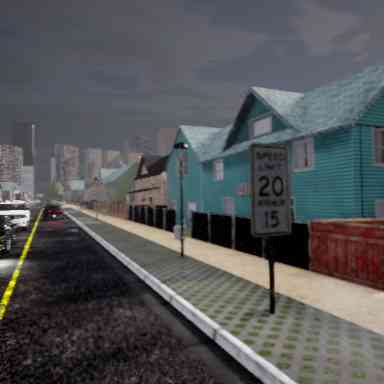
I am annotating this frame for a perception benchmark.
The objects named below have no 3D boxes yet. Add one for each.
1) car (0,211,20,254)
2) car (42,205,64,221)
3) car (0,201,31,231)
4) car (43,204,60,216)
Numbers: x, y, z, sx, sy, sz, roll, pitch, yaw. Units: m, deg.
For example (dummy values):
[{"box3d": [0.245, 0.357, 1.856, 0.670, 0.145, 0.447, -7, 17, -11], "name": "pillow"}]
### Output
[{"box3d": [-8.854, 1.802, 14.541, 1.837, 1.490, 4.892, -1, -1, -24], "name": "car"}, {"box3d": [-14.369, 2.115, 34.527, 1.837, 1.490, 4.892, -1, -1, -25], "name": "car"}, {"box3d": [-13.089, 1.693, 24.283, 2.150, 2.045, 5.566, -1, -1, -23], "name": "car"}, {"box3d": [-18.493, 2.343, 43.823, 1.994, 1.385, 4.181, -1, -1, -23], "name": "car"}]
